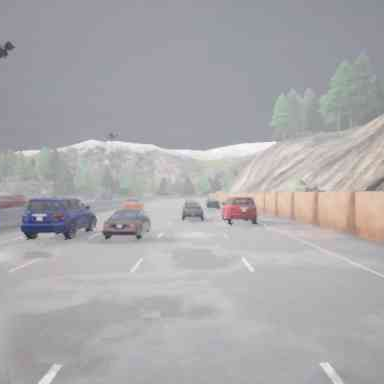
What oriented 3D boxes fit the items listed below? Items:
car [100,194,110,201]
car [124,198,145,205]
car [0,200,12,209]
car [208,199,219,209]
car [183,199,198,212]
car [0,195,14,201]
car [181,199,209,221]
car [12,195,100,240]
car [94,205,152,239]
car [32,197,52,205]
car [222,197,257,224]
[{"bbox_3d":[-18.346,1.343,69.576,2.150,2.045,5.566,0,0,-1],"label":"car"},{"bbox_3d":[-7.173,1.552,41.680,2.097,1.767,4.553,0,0,-1],"label":"car"},{"bbox_3d":[-17.613,1.665,28.208,1.994,1.385,4.181,0,0,-1],"label":"car"},{"bbox_3d":[3.131,1.758,51.526,1.882,1.535,5.008,0,0,-1],"label":"car"},{"bbox_3d":[-0.224,1.711,44.303,1.882,1.535,5.008,0,0,-1],"label":"car"},{"bbox_3d":[-24.902,1.387,45.374,2.150,2.045,5.566,0,0,-1],"label":"car"},{"bbox_3d":[0.054,1.647,29.282,2.128,1.511,4.902,0,0,-1],"label":"car"},{"bbox_3d":[-6.855,1.298,17.638,2.150,2.045,5.566,0,0,0],"label":"car"},{"bbox_3d":[-3.364,1.634,17.902,2.033,1.411,5.357,0,0,0],"label":"car"},{"bbox_3d":[-28.734,1.774,63.990,1.812,1.442,4.674,0,0,-1],"label":"car"},{"bbox_3d":[3.620,1.370,25.993,2.150,2.045,5.566,0,0,-1],"label":"car"}]
